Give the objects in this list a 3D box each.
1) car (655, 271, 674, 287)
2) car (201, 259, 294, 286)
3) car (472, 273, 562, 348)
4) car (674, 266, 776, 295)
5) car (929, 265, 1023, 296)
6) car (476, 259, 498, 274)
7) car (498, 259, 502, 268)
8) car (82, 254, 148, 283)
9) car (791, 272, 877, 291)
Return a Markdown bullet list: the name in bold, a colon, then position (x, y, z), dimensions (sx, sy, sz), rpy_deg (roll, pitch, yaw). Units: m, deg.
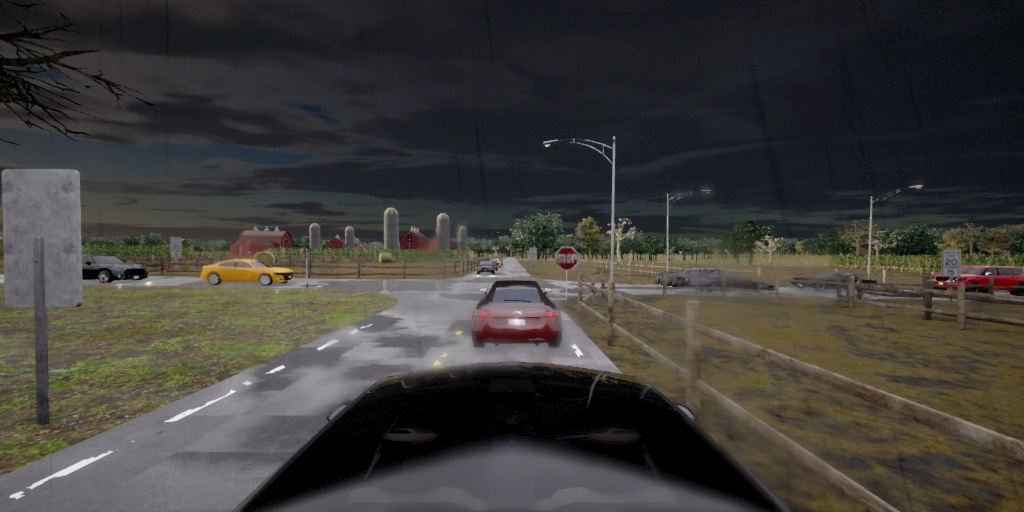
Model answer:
- **car**: position (12.755, 1.486, 25.420), dimensions (4.902, 1.511, 2.128), rpy_deg (1, 1, 0)
- **car**: position (-16.326, 0.979, 22.302), dimensions (5.008, 1.535, 1.882), rpy_deg (1, 1, 0)
- **car**: position (0.099, 1.311, 9.267), dimensions (1.994, 1.385, 4.181), rpy_deg (0, 0, 0)
- **car**: position (13.498, 1.602, 22.477), dimensions (5.357, 1.411, 2.033), rpy_deg (1, 1, 0)
- **car**: position (33.237, 1.682, 25.530), dimensions (5.566, 2.045, 2.150), rpy_deg (2, 1, 0)
- **car**: position (-2.799, 1.225, 39.479), dimensions (1.837, 1.490, 4.892), rpy_deg (0, 0, -1)
- **car**: position (-2.835, 1.195, 49.010), dimensions (2.128, 1.511, 4.902), rpy_deg (0, 0, 0)
- **car**: position (-25.573, 0.703, 22.249), dimensions (4.553, 1.767, 2.097), rpy_deg (1, 1, 0)
- **car**: position (22.719, 1.811, 25.480), dimensions (4.718, 1.301, 1.895), rpy_deg (1, 1, 0)
